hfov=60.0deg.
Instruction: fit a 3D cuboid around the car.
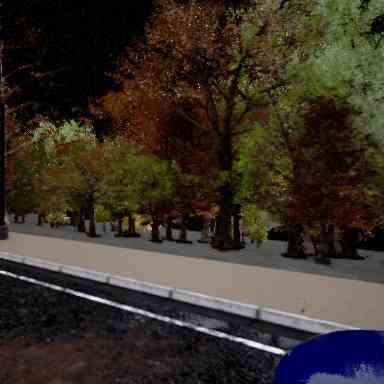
[{"bbox_3d":[2.735,1.524,1.736,4.674,1.442,1.812,0,0,35],"label":"car"}]
